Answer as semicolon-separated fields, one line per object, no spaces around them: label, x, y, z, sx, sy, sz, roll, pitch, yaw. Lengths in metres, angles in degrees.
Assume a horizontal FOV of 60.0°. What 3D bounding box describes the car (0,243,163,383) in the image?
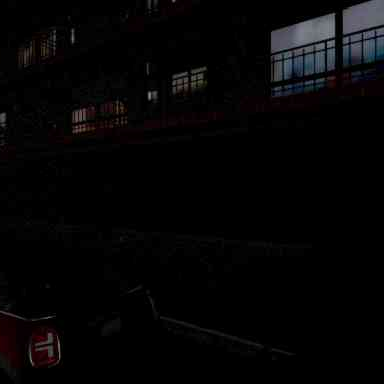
car;-2.424;1.440;4.609;4.097;1.590;1.967;0;0;36

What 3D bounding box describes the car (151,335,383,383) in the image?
car;2.164;1.545;1.334;4.507;1.381;1.887;0;0;36
